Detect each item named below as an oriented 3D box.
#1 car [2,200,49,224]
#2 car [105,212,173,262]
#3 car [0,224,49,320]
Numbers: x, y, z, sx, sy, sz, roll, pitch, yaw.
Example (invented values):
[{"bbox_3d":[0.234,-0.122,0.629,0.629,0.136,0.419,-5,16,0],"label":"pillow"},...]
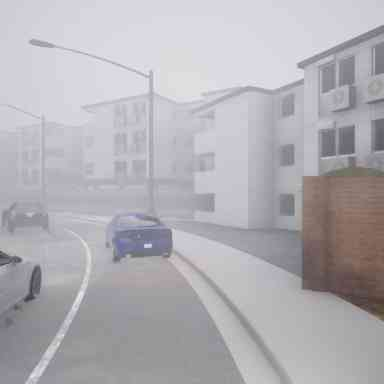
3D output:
[{"bbox_3d":[-10.335,1.355,20.472,2.097,1.767,4.553,0,0,-34],"label":"car"},{"bbox_3d":[-2.136,1.479,12.425,1.882,1.535,5.008,0,0,-19],"label":"car"},{"bbox_3d":[-3.914,1.527,5.265,1.812,1.442,4.674,0,0,-8],"label":"car"}]
